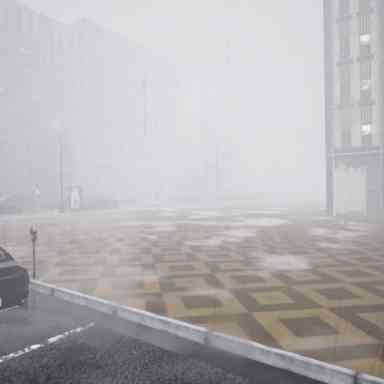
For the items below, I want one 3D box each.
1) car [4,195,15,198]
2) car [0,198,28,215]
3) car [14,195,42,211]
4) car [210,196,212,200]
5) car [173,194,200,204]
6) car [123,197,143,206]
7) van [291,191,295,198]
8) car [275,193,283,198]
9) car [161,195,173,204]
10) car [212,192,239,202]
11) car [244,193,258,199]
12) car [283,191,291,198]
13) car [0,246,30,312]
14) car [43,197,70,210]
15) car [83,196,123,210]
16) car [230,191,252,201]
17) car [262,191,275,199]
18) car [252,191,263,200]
[{"bbox_3d":[-20.654,1.385,32.699,1.882,1.535,5.008,-1,0,37],"label":"car"},{"bbox_3d":[-16.694,1.413,28.298,1.802,1.307,4.206,-1,0,36],"label":"car"},{"bbox_3d":[-20.243,1.228,37.690,2.192,1.841,5.009,-1,0,36],"label":"car"},{"bbox_3d":[5.683,1.029,73.513,1.967,1.590,4.097,-1,0,36],"label":"car"},{"bbox_3d":[-0.492,1.062,50.688,1.967,1.590,4.097,-1,0,36],"label":"car"},{"bbox_3d":[-9.383,1.362,48.278,1.895,1.301,4.718,-1,0,36],"label":"car"},{"bbox_3d":[25.432,0.654,86.511,1.690,1.788,3.998,-1,0,36],"label":"van"},{"bbox_3d":[18.953,0.938,77.555,2.008,1.369,4.403,-1,0,36],"label":"car"},{"bbox_3d":[-3.212,1.175,56.718,2.128,1.511,4.902,-1,0,37],"label":"car"},{"bbox_3d":[5.990,1.093,59.644,2.008,1.369,4.403,-1,0,36],"label":"car"},{"bbox_3d":[15.406,1.040,86.947,1.947,1.339,4.313,-1,0,36],"label":"car"},{"bbox_3d":[22.194,0.932,82.033,1.802,1.307,4.206,-1,0,36],"label":"car"},{"bbox_3d":[-4.926,1.553,6.558,4.403,1.369,2.008,0,-1,35],"label":"car"},{"bbox_3d":[-15.090,1.360,40.395,1.812,1.442,4.674,-1,0,36],"label":"car"},{"bbox_3d":[-10.214,1.186,37.254,1.967,1.590,4.097,-1,0,36],"label":"car"},{"bbox_3d":[9.231,1.048,64.121,1.887,1.381,4.507,-1,0,36],"label":"car"},{"bbox_3d":[15.710,0.740,73.077,2.192,1.841,5.009,-1,0,36],"label":"car"},{"bbox_3d":[12.472,1.046,68.599,1.802,1.307,4.206,-1,0,36],"label":"car"}]
